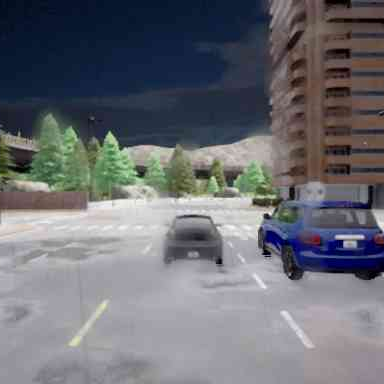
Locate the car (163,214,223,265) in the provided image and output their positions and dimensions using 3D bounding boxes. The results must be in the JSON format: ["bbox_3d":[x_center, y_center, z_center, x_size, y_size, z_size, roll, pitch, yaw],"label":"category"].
[{"bbox_3d":[0.038,1.542,11.821,1.837,1.490,4.892,0,0,0],"label":"car"}]

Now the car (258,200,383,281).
[{"bbox_3d":[3.540,1.255,10.121,2.150,2.045,5.566,0,0,0],"label":"car"}]
